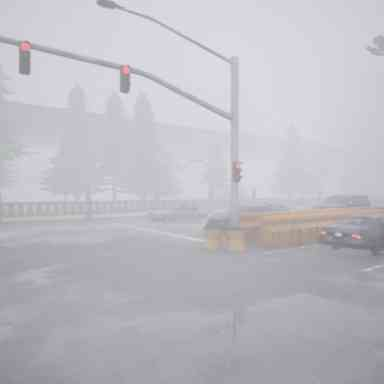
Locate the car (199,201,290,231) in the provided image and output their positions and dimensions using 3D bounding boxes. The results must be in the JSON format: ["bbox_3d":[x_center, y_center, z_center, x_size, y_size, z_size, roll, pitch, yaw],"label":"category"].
[{"bbox_3d":[3.121,1.483,19.054,5.008,1.535,1.882,0,0,-36],"label":"car"}]

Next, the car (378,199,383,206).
[{"bbox_3d":[19.488,1.519,30.669,4.892,1.490,1.837,0,0,-36],"label":"car"}]

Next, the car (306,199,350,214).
[{"bbox_3d":[14.695,1.505,35.848,4.902,1.511,2.128,0,0,-36],"label":"car"}]

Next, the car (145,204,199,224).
[{"bbox_3d":[-1.057,1.607,24.711,4.718,1.301,1.895,0,0,-35],"label":"car"}]

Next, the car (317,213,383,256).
[{"bbox_3d":[7.211,1.553,13.190,5.357,1.411,2.033,0,0,-35],"label":"car"}]

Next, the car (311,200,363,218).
[{"bbox_3d":[13.423,1.503,30.641,4.902,1.511,2.128,0,0,-36],"label":"car"}]

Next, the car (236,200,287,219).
[{"bbox_3d":[6.261,1.535,29.857,4.674,1.442,1.812,0,0,-35],"label":"car"}]

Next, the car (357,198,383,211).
[{"bbox_3d":[23.159,1.565,41.886,5.357,1.411,2.033,0,0,-36],"label":"car"}]

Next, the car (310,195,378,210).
[{"bbox_3d":[11.224,1.231,24.807,5.566,2.045,2.150,0,0,-35],"label":"car"}]
